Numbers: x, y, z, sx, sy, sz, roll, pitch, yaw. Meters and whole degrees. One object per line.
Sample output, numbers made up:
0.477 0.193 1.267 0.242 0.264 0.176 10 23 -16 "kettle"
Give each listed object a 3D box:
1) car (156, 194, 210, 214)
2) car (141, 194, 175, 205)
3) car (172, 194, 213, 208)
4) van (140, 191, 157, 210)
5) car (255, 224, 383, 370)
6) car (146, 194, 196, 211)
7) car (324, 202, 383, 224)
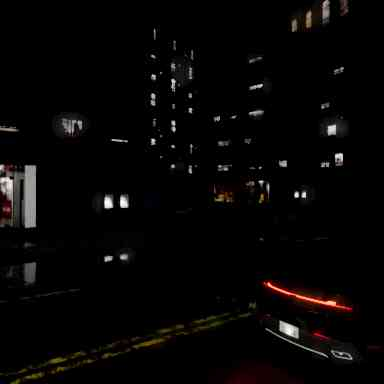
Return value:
-0.614 1.137 29.221 4.403 1.369 2.008 1 0 37 "car"
-4.373 0.961 42.543 4.206 1.307 1.802 1 0 37 "car"
0.041 1.040 39.219 4.403 1.369 2.008 1 0 37 "car"
-5.021 0.816 32.546 3.998 1.788 1.690 1 0 37 "van"
3.230 1.507 5.617 4.892 1.490 1.837 0 0 -35 "car"
-2.191 0.989 33.635 5.008 1.535 1.882 1 1 37 "car"
11.539 1.424 23.387 4.181 1.385 1.994 2 1 36 "car"
